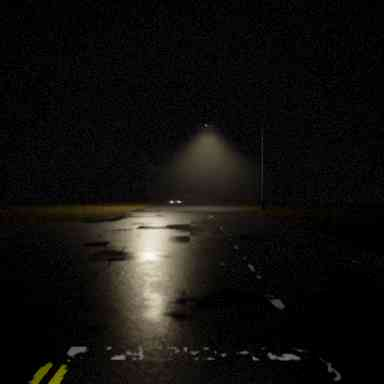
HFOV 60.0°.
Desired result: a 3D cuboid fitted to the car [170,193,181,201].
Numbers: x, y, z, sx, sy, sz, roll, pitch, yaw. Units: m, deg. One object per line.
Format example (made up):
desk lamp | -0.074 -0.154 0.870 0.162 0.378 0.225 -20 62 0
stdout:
car | -3.605 1.082 71.689 2.097 1.767 4.553 0 0 1
